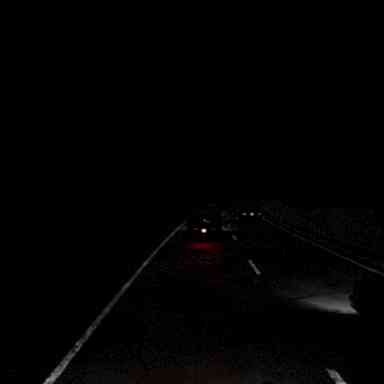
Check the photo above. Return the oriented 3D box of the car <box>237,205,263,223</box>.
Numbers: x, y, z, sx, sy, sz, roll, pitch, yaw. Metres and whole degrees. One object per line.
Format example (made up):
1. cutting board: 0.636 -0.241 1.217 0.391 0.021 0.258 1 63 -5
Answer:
1. car: 4.978 1.833 28.840 2.033 1.411 5.357 0 0 5

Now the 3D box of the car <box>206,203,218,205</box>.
1. car: 2.136 1.863 35.470 1.812 1.442 4.674 0 0 6

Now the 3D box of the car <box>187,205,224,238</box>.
1. car: 0.741 1.692 18.940 1.837 1.490 4.892 0 -1 3

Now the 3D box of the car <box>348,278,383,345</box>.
1. car: 3.656 1.589 3.447 2.033 1.411 5.357 0 -1 1
